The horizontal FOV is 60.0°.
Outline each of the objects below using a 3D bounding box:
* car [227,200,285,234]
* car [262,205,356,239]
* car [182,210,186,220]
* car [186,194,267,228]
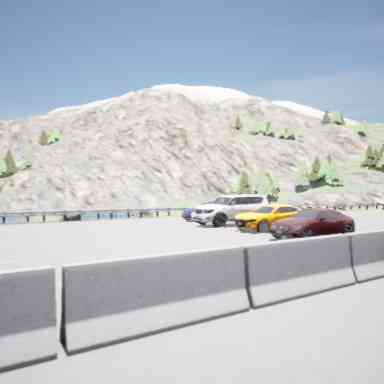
[{"bbox_3d":[4.747,1.453,19.273,5.008,1.535,1.882,0,0,-30],"label":"car"},{"bbox_3d":[5.845,1.510,15.873,4.674,1.442,1.812,0,0,-30],"label":"car"},{"bbox_3d":[1.474,1.480,25.452,4.674,1.442,1.812,0,0,-30],"label":"car"},{"bbox_3d":[2.726,1.184,22.160,5.566,2.045,2.150,0,0,-30],"label":"car"}]
